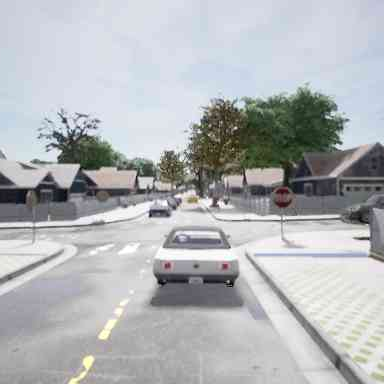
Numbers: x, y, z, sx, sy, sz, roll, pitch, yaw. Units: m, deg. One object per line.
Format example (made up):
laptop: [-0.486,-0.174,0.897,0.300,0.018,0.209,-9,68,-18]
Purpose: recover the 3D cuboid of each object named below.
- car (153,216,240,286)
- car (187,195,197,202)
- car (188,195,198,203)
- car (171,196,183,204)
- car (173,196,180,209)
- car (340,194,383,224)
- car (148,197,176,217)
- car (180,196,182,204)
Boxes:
car: [0.153,1.579,9.295,1.895,1.301,4.718,0,0,2]
car: [0.018,1.339,73.275,2.128,1.511,4.902,0,0,0]
car: [0.113,1.313,63.316,1.882,1.535,5.008,0,0,0]
car: [-2.784,1.441,61.070,1.895,1.301,4.718,0,0,1]
car: [-2.837,1.418,40.765,1.812,1.442,4.674,0,0,0]
car: [11.589,0.933,20.520,4.553,1.767,2.097,-2,0,0]
car: [-2.843,1.469,30.740,2.033,1.411,5.357,0,0,0]
car: [-2.828,1.466,50.837,1.895,1.301,4.718,0,0,0]
